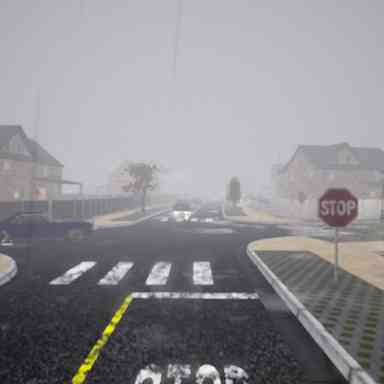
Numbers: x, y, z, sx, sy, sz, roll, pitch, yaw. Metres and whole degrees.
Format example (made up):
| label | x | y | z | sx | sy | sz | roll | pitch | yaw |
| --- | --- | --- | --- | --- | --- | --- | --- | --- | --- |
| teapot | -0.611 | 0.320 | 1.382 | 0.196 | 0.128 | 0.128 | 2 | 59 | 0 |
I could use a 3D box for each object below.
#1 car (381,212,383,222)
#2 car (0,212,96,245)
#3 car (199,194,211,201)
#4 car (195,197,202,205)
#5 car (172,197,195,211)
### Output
| label | x | y | z | sx | sy | sz | roll | pitch | yaw |
| --- | --- | --- | --- | --- | --- | --- | --- | --- | --- |
| car | 15.994 | 1.646 | 23.944 | 4.902 | 1.511 | 2.128 | 1 | 0 | -15 |
| car | -6.693 | 1.541 | 14.747 | 4.718 | 1.301 | 1.895 | 1 | 0 | -15 |
| car | 2.861 | 1.100 | 71.358 | 2.033 | 1.411 | 5.357 | 0 | 0 | 9 |
| car | 0.676 | 1.503 | 56.136 | 2.033 | 1.411 | 5.357 | 0 | 0 | 7 |
| car | -1.111 | 1.531 | 39.192 | 1.994 | 1.385 | 4.181 | 0 | 0 | 5 |
